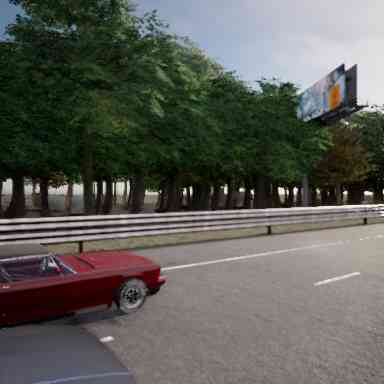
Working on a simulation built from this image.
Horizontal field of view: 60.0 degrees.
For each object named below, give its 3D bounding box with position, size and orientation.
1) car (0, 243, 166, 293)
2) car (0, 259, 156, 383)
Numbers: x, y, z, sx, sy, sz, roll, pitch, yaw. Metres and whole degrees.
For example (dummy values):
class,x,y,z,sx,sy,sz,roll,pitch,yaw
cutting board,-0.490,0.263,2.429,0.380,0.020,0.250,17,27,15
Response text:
class,x,y,z,sx,sy,sz,roll,pitch,yaw
car,-2.863,1.604,6.001,4.718,1.301,1.895,0,0,-35
car,-2.876,1.545,1.692,5.357,1.411,2.033,0,0,-35
